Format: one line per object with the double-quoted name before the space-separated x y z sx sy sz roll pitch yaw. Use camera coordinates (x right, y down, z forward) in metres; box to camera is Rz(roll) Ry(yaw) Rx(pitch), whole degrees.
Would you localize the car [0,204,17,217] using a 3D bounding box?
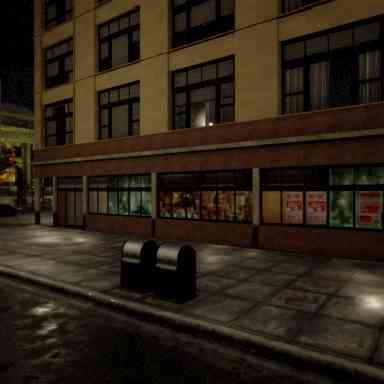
"car" -18.070 1.352 29.371 2.097 1.767 4.553 0 0 36
